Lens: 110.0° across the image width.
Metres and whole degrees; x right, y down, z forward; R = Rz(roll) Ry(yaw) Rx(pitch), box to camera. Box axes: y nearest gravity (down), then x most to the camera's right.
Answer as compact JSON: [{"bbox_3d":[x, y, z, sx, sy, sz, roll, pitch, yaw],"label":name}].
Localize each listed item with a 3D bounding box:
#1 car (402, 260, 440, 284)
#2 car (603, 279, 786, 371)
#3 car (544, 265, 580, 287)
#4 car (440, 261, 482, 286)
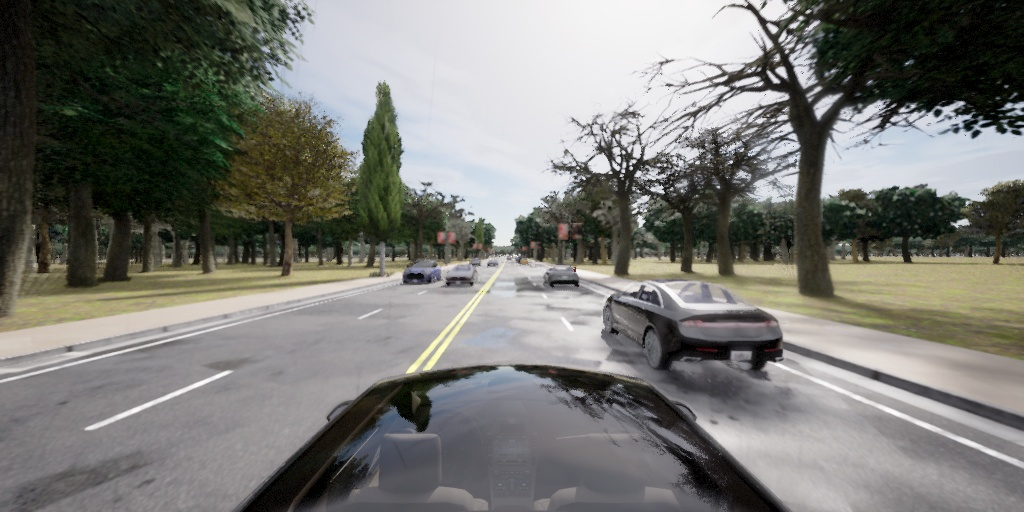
[{"bbox_3d":[-6.630,1.097,26.804,2.097,1.767,4.553,0,0,0],"label":"car"},{"bbox_3d":[3.349,1.240,7.662,2.128,1.511,4.902,0,0,0],"label":"car"},{"bbox_3d":[3.322,1.309,24.481,1.994,1.385,4.181,0,0,0],"label":"car"},{"bbox_3d":[-3.378,1.292,25.217,2.033,1.411,5.357,0,0,0],"label":"car"}]
